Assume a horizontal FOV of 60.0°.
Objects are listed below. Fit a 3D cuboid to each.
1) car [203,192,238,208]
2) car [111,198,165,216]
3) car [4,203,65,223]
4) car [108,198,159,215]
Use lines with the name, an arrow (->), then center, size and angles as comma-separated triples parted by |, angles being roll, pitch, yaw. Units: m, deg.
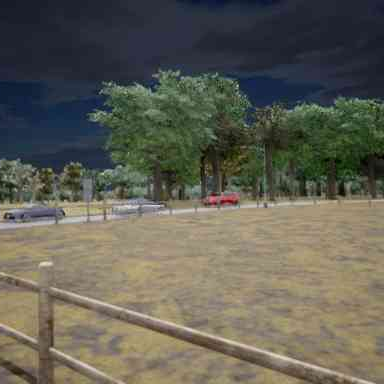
car -> 3.870, 1.024, 44.097 | 5.566, 2.045, 2.150 | -1, -1, -44
car -> -4.615, 1.445, 30.255 | 1.895, 1.301, 4.718 | -2, -1, 38
car -> -11.840, 1.519, 25.230 | 1.994, 1.385, 4.181 | -2, -1, 36
car -> -5.781, 1.381, 33.373 | 1.882, 1.535, 5.008 | -2, -1, 39
